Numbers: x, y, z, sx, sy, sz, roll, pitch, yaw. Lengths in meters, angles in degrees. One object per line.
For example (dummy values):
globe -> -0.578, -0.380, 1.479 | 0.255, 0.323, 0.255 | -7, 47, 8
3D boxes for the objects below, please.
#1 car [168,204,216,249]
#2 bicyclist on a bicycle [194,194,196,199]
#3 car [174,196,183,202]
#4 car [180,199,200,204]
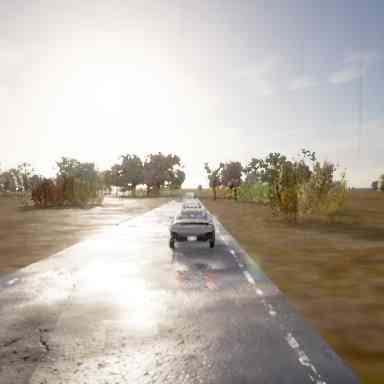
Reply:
car -> 0.000, 1.494, 14.650 | 2.128, 1.511, 4.902 | 0, 0, 0
bicyclist on a bicycle -> 0.825, 1.288, 90.415 | 0.659, 1.776, 1.843 | 0, 0, 0
car -> -3.000, 1.516, 75.908 | 1.895, 1.301, 4.718 | 0, 0, 0
car -> 0.000, 1.610, 29.680 | 1.895, 1.301, 4.718 | 0, 0, 0
